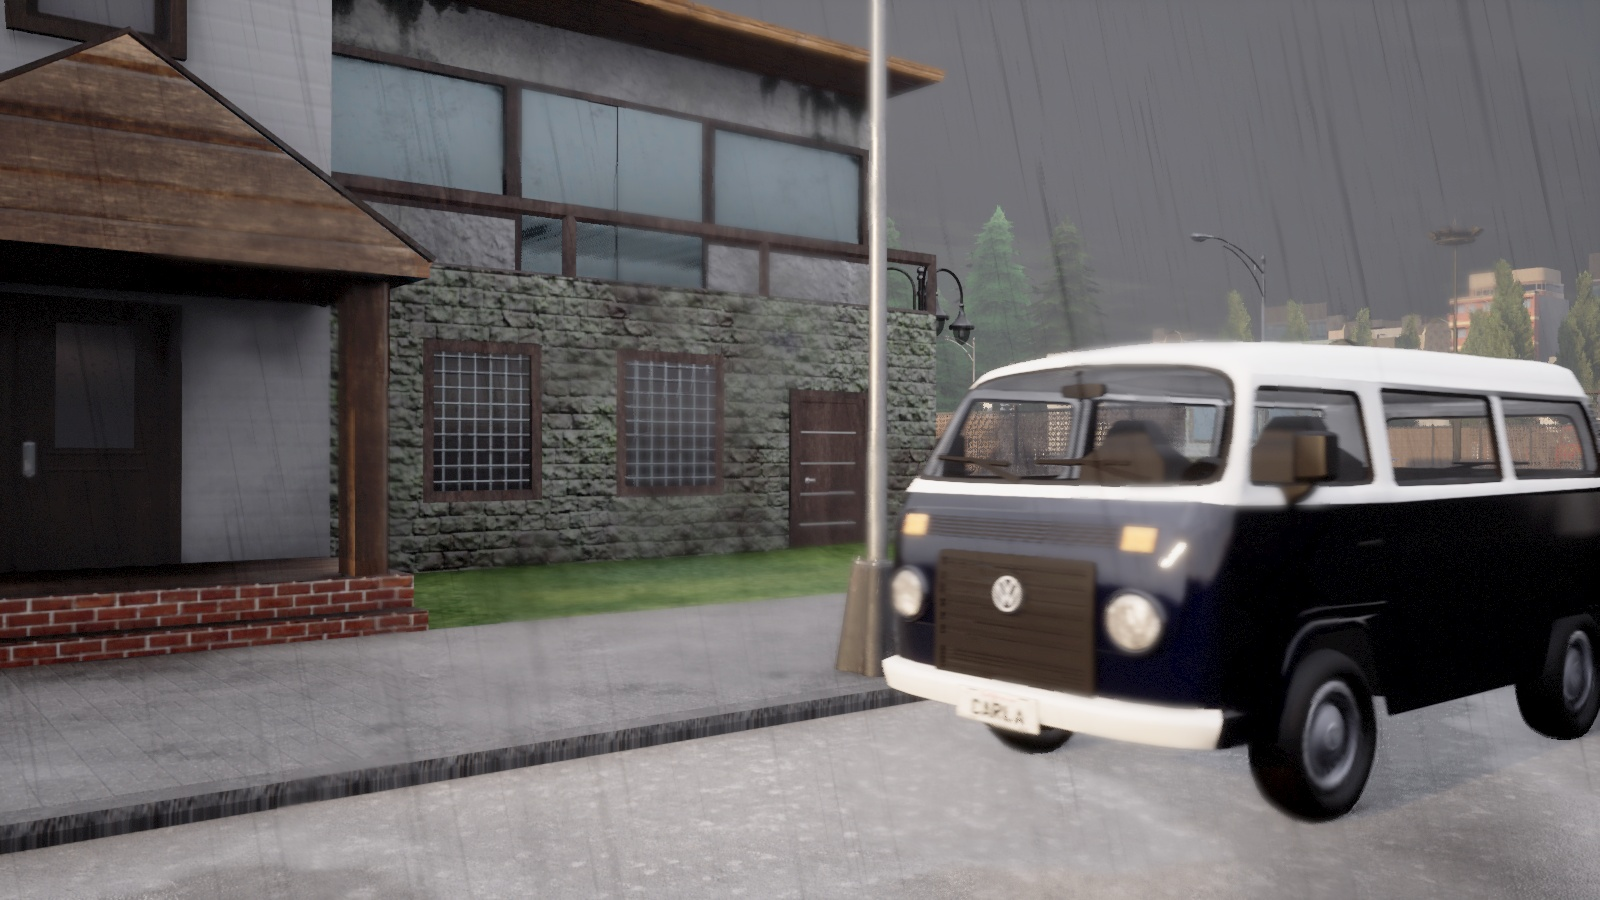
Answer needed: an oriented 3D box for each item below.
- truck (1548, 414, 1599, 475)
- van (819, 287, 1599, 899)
[{"bbox_3d":[52.102,-0.338,78.686,2.891,3.827,8.468,0,0,-39],"label":"truck"},{"bbox_3d":[2.489,0.479,6.376,4.480,2.038,2.069,0,0,-38],"label":"van"}]
